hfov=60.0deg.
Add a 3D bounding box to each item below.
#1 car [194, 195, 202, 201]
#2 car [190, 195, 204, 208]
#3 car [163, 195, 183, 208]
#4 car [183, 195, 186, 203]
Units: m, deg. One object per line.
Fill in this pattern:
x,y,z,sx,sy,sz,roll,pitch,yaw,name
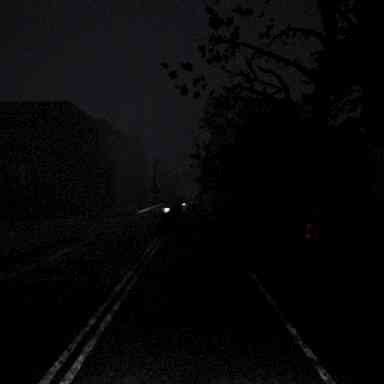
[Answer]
1.537,1.309,79.123,1.895,1.301,4.718,0,0,1,car
0.736,1.450,47.110,2.033,1.411,5.357,0,0,2,car
-2.735,1.475,45.590,1.994,1.385,4.181,0,0,2,car
-2.190,1.325,62.898,1.837,1.490,4.892,0,0,2,car
